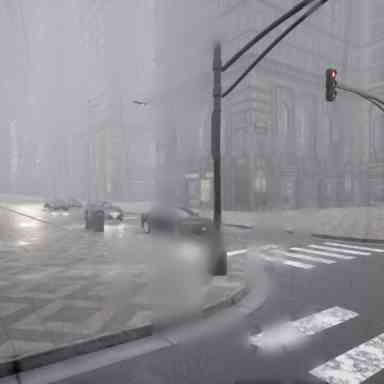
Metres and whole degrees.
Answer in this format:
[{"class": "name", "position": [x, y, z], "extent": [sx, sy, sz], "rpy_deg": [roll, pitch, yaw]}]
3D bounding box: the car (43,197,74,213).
[{"class": "car", "position": [-15.465, 1.509, 37.730], "extent": [2.033, 1.411, 5.357], "rpy_deg": [0, 0, -35]}]

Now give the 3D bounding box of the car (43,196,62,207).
[{"class": "car", "position": [-21.957, 1.446, 52.133], "extent": [1.812, 1.442, 4.674], "rpy_deg": [0, 0, -35]}]

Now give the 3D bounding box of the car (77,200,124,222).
[{"class": "car", "position": [-6.895, 1.481, 25.671], "extent": [2.128, 1.511, 4.902], "rpy_deg": [0, 0, -36]}]

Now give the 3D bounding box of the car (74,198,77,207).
[{"class": "car", "position": [-16.317, 1.489, 44.318], "extent": [2.033, 1.411, 5.357], "rpy_deg": [0, 0, -35]}]

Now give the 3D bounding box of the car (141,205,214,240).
[{"class": "car", "position": [-0.871, 1.470, 17.226], "extent": [1.882, 1.535, 5.008], "rpy_deg": [0, 0, -36]}]
